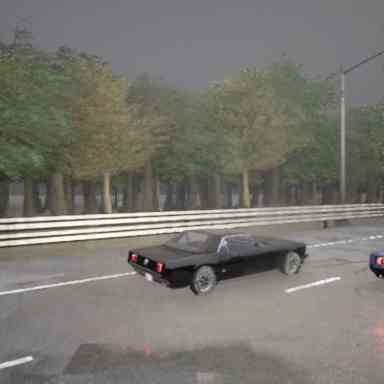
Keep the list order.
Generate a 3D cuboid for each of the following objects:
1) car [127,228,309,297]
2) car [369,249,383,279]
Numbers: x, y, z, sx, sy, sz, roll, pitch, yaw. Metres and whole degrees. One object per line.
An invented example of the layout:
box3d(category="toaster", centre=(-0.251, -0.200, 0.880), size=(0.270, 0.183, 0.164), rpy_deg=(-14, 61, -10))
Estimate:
box3d(category="car", centre=(0.879, 1.584, 8.586), size=(4.718, 1.301, 1.895), rpy_deg=(0, 0, -35))
box3d(category="car", centre=(6.454, 1.582, 8.154), size=(4.718, 1.301, 1.895), rpy_deg=(0, 0, -34))
